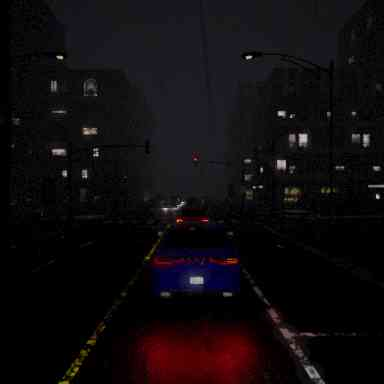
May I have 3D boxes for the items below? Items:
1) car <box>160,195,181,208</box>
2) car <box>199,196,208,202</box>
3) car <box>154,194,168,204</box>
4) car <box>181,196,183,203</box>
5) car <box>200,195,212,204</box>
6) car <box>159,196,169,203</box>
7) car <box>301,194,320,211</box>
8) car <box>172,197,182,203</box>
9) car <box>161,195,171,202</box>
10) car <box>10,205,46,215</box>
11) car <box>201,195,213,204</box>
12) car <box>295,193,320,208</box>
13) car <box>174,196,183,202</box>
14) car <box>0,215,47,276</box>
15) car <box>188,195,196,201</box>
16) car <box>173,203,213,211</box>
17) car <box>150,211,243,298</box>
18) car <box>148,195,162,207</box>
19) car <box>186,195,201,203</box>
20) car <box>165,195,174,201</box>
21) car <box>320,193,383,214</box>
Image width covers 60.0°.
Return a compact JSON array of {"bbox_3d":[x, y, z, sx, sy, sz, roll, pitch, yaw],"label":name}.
[{"bbox_3d":[-3.130,1.559,49.190,2.033,1.411,5.357,0,0,-1],"label":"car"},{"bbox_3d":[2.614,1.609,74.560,1.802,1.307,4.206,0,0,0],"label":"car"},{"bbox_3d":[-5.756,1.334,63.184,2.192,1.841,5.009,0,0,0],"label":"car"},{"bbox_3d":[-3.139,1.368,58.672,2.097,1.767,4.553,0,0,0],"label":"car"},{"bbox_3d":[2.625,1.459,63.195,1.967,1.590,4.097,0,0,0],"label":"car"},{"bbox_3d":[-5.761,1.548,68.696,1.752,1.417,4.829,0,0,0],"label":"car"},{"bbox_3d":[14.747,1.204,35.587,4.892,1.490,1.837,-1,0,-1],"label":"car"},{"bbox_3d":[-3.081,1.623,68.180,1.895,1.301,4.718,0,0,0],"label":"car"},{"bbox_3d":[-5.767,1.467,74.549,1.967,1.590,4.097,0,0,0],"label":"car"},{"bbox_3d":[-16.708,1.887,32.080,4.718,1.301,1.895,-1,0,-1],"label":"car"},{"bbox_3d":[2.630,1.456,57.512,1.967,1.590,4.097,0,0,0],"label":"car"},{"bbox_3d":[14.521,1.013,38.156,5.009,1.841,2.192,-1,1,-1],"label":"car"},{"bbox_3d":[-3.082,1.619,78.519,1.895,1.301,4.718,0,0,0],"label":"car"},{"bbox_3d":[-5.750,1.581,9.795,1.802,1.307,4.206,0,0,0],"label":"car"},{"bbox_3d":[-0.092,1.567,90.509,2.128,1.511,4.902,0,0,0],"label":"car"},{"bbox_3d":[0.080,1.526,17.931,1.812,1.442,4.674,0,0,1],"label":"car"},{"bbox_3d":[0.094,1.477,8.590,1.882,1.535,5.008,0,0,0],"label":"car"},{"bbox_3d":[-5.743,1.578,51.819,1.947,1.339,4.313,0,0,0],"label":"car"},{"bbox_3d":[0.049,1.490,51.776,1.882,1.535,5.008,0,0,0],"label":"car"},{"bbox_3d":[-5.779,1.477,85.915,1.967,1.590,4.097,0,0,0],"label":"car"},{"bbox_3d":[14.664,1.028,29.778,5.009,1.841,2.192,-1,1,-1],"label":"car"}]
